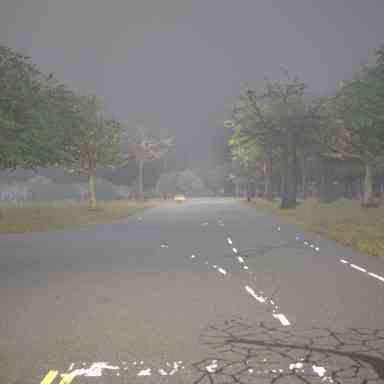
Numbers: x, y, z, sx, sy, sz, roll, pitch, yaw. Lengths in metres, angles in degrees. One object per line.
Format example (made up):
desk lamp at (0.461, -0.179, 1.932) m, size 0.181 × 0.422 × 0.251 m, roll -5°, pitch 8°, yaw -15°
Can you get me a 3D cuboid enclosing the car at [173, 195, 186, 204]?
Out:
car at (-2.118, 1.242, 57.777) m, size 1.882 × 1.535 × 5.008 m, roll -1°, pitch 1°, yaw 2°
